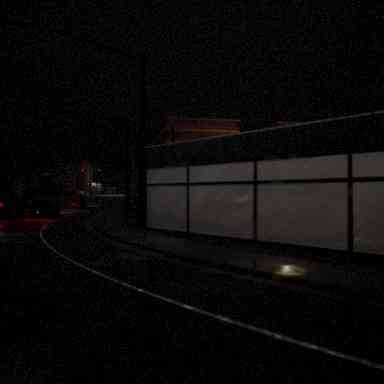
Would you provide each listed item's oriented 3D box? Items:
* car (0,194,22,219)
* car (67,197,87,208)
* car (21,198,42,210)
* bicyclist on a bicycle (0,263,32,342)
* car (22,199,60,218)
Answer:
[{"bbox_3d":[-16.725,1.221,29.298,2.150,2.045,5.566,0,0,-11],"label":"car"},{"bbox_3d":[-16.102,1.458,46.746,1.882,1.535,5.008,0,0,-7],"label":"car"},{"bbox_3d":[-20.756,1.546,42.971,1.994,1.385,4.181,0,0,-33],"label":"car"},{"bbox_3d":[-3.116,1.455,4.656,1.656,1.620,0.582,-3,2,-44],"label":"bicyclist on a bicycle"},{"bbox_3d":[-13.342,1.491,30.214,2.128,1.511,4.902,0,0,-11],"label":"car"}]
